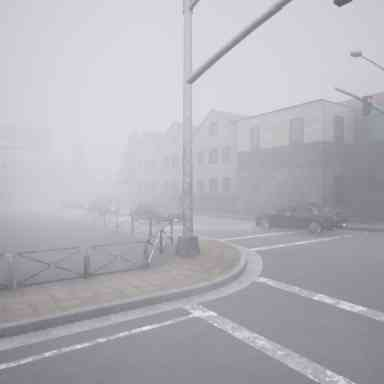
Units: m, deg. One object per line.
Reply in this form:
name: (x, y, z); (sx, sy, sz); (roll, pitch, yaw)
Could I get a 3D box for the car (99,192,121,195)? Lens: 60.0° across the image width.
car: (-10.220, 1.046, 40.118); (2.150, 2.045, 5.566); (0, 0, -35)

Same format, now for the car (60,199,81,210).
car: (-14.103, 1.425, 39.278); (1.895, 1.301, 4.718); (0, 0, -35)

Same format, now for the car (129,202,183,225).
car: (-2.538, 1.371, 22.887); (2.033, 1.411, 5.357); (0, 0, -35)

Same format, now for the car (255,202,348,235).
car: (5.647, 1.325, 17.684); (1.837, 1.490, 4.892); (-4, 2, -43)

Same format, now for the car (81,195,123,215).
car: (-8.283, 1.315, 31.006); (2.128, 1.511, 4.902); (0, 0, -35)
